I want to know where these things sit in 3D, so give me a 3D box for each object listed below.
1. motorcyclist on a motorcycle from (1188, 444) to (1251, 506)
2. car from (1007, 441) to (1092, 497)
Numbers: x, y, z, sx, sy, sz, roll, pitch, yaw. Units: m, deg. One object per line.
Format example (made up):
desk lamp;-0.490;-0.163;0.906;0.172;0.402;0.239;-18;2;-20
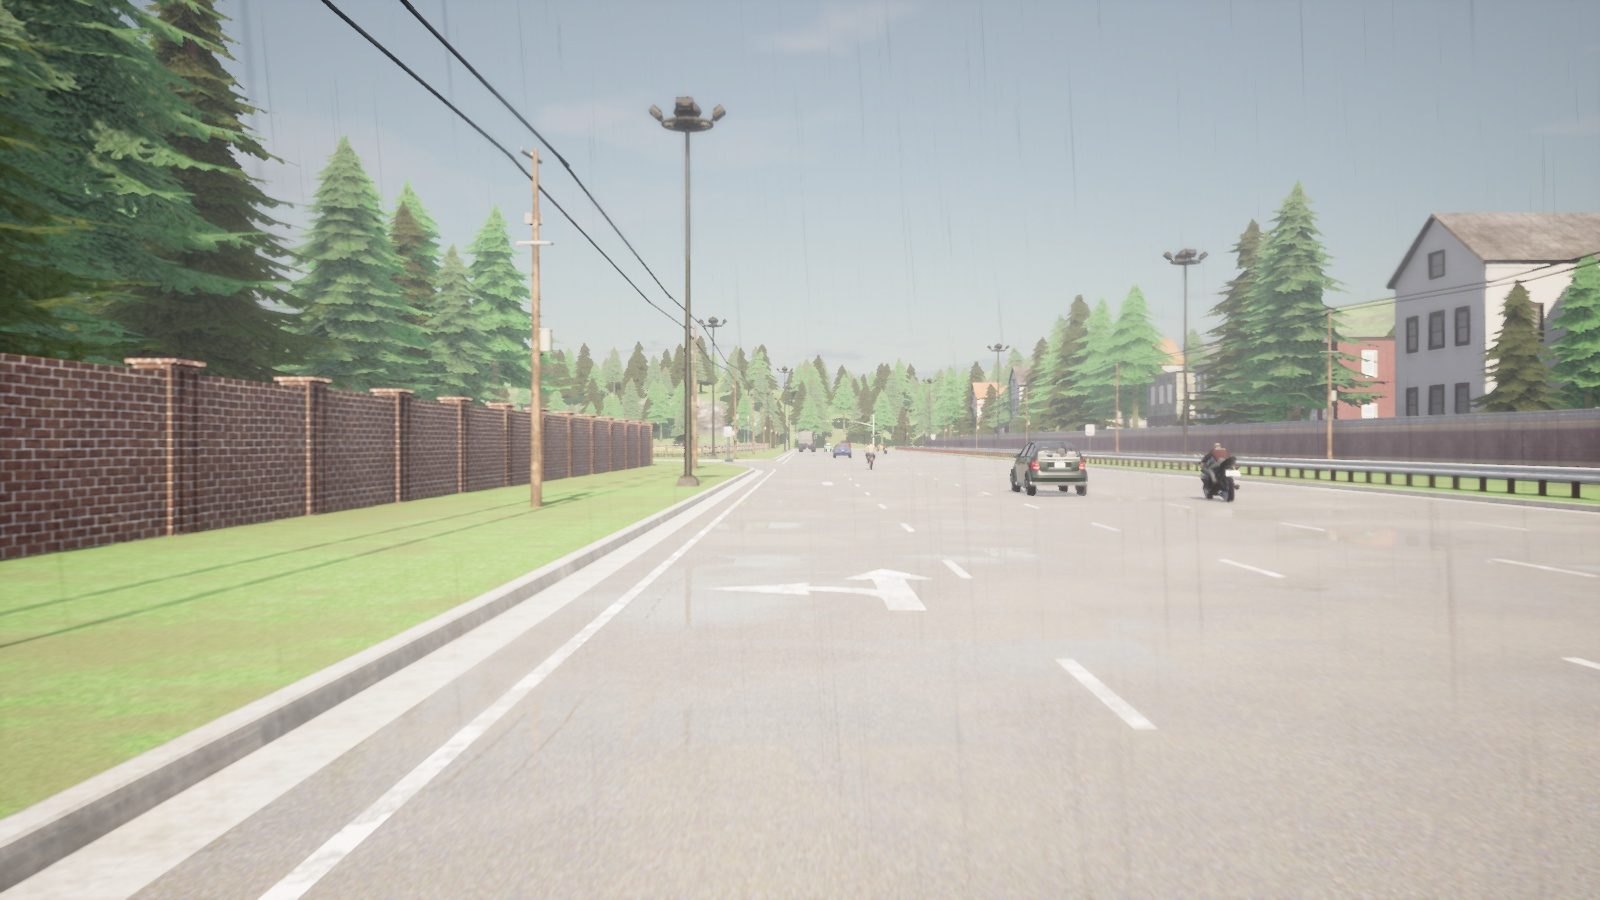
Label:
motorcyclist on a motorcycle;10.699;0.609;32.104;0.866;1.530;2.191;0;0;0
car;7.225;0.524;36.684;1.789;1.549;3.705;0;0;0
